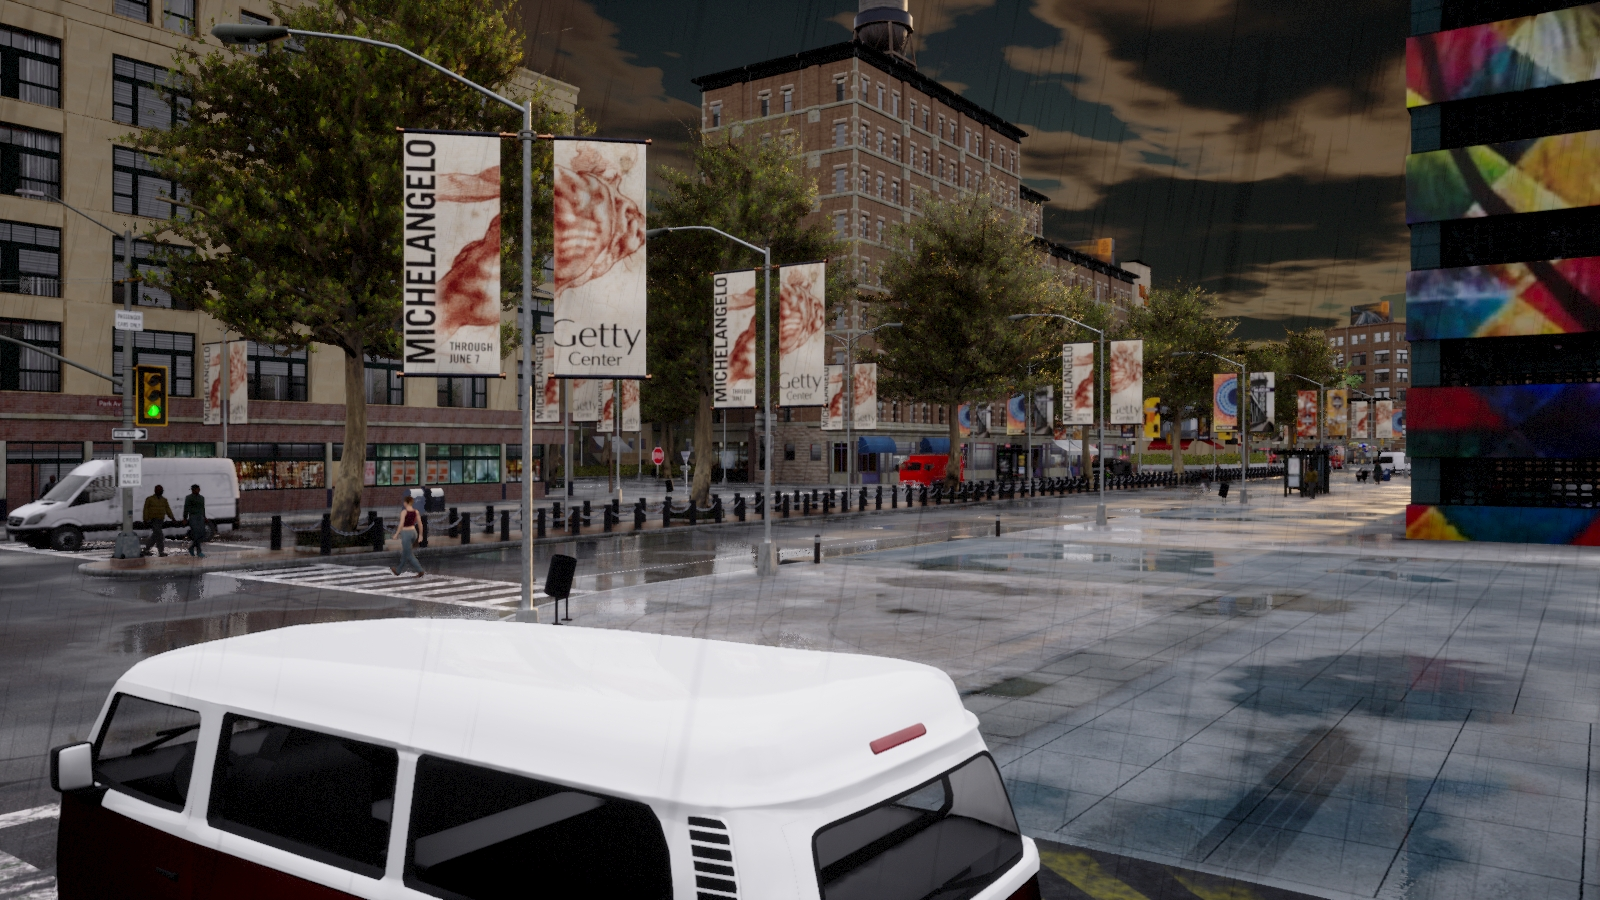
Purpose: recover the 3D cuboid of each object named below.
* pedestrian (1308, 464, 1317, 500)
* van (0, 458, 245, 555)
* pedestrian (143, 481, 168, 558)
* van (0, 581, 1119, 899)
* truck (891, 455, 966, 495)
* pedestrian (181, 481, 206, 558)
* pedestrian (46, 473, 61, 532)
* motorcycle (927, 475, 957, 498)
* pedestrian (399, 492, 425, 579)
[{"bbox_3d":[26.954,1.691,60.108,0.375,1.860,0.375,0,0,35],"label":"pedestrian"},{"bbox_3d":[-19.657,1.521,33.386,1.988,2.561,5.915,0,0,36],"label":"van"},{"bbox_3d":[-15.812,1.692,28.037,0.375,1.860,0.375,0,0,24],"label":"pedestrian"},{"bbox_3d":[-1.244,1.775,4.690,4.480,2.038,2.069,-1,-1,36],"label":"van"},{"bbox_3d":[8.295,1.554,73.188,2.627,2.467,5.204,0,0,35],"label":"truck"},{"bbox_3d":[-14.883,1.692,28.035,0.375,1.860,0.375,0,0,25],"label":"pedestrian"},{"bbox_3d":[-23.850,1.680,36.506,0.375,1.860,0.375,0,0,-27],"label":"pedestrian"},{"bbox_3d":[8.347,2.157,67.162,0.764,1.277,2.356,0,0,35],"label":"motorcycle"},{"bbox_3d":[-8.383,1.841,24.703,0.375,1.860,0.375,0,0,32],"label":"pedestrian"}]
